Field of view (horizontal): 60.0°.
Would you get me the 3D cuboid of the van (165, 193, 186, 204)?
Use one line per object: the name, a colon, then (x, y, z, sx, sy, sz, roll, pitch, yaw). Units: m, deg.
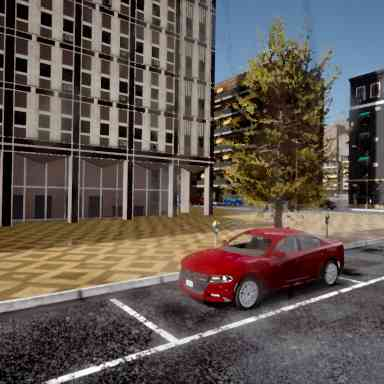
van: (-2.953, 1.142, 57.489, 1.690, 1.788, 3.998, 2, -1, -36)

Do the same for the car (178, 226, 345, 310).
car: (1.780, 1.547, 7.834, 4.507, 1.381, 1.887, 0, 1, -36)

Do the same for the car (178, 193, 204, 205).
car: (0.342, 1.130, 52.923, 2.192, 1.841, 5.009, 2, -1, -36)

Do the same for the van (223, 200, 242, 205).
van: (7.136, 1.315, 57.825, 1.690, 1.788, 3.998, 2, -1, -36)

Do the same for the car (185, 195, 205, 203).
car: (0.545, 1.386, 66.958, 1.967, 1.590, 4.097, 1, -1, -36)

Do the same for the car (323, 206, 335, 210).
car: (17.016, 1.586, 44.123, 1.947, 1.339, 4.313, 2, -1, -36)
